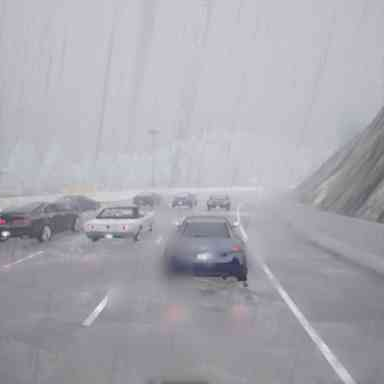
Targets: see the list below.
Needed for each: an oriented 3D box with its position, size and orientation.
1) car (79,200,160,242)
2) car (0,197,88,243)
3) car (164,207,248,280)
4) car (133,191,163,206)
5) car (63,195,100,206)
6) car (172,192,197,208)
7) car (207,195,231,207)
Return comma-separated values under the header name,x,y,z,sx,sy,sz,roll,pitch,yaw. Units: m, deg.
name,x,y,z,sx,sy,sz,roll,pitch,yaw
car,-2.826,1.248,14.183,1.895,1.301,4.718,0,1,4
car,-6.329,1.156,14.044,1.837,1.490,4.892,0,1,4
car,0.390,1.332,9.234,1.994,1.385,4.181,0,1,3
car,-4.129,0.683,32.136,1.882,1.535,5.008,0,1,9
car,-8.753,0.927,25.117,2.033,1.411,5.357,0,1,7
car,-0.666,0.740,31.716,1.812,1.442,4.674,0,1,9
car,2.461,0.877,29.206,1.895,1.301,4.718,0,1,9
